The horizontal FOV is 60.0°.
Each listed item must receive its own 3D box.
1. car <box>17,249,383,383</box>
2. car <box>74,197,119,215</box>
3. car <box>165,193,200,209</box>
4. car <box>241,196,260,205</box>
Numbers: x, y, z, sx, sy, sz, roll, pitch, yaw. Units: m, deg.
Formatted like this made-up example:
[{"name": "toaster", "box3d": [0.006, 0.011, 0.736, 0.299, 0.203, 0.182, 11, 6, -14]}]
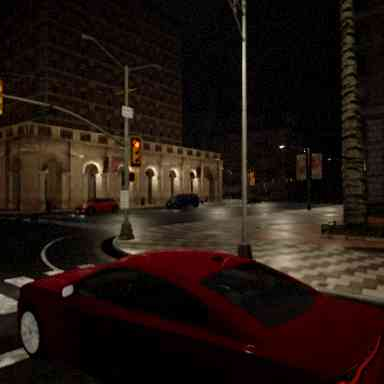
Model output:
[{"name": "car", "box3d": [-0.362, 1.479, 4.216, 5.008, 1.535, 1.882, 0, 0, 38]}, {"name": "car", "box3d": [-9.878, 1.366, 34.557, 2.097, 1.767, 4.553, 0, 0, 40]}, {"name": "car", "box3d": [-1.219, 1.231, 45.423, 2.150, 2.045, 5.566, 0, 1, 38]}, {"name": "car", "box3d": [10.714, 1.507, 60.576, 2.128, 1.511, 4.902, 0, 0, 38]}]
